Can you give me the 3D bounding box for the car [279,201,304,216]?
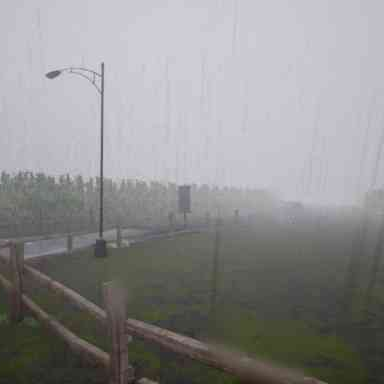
[{"bbox_3d":[14.861,2.406,49.310,2.150,2.045,5.566,-1,-2,36],"label":"car"}]
